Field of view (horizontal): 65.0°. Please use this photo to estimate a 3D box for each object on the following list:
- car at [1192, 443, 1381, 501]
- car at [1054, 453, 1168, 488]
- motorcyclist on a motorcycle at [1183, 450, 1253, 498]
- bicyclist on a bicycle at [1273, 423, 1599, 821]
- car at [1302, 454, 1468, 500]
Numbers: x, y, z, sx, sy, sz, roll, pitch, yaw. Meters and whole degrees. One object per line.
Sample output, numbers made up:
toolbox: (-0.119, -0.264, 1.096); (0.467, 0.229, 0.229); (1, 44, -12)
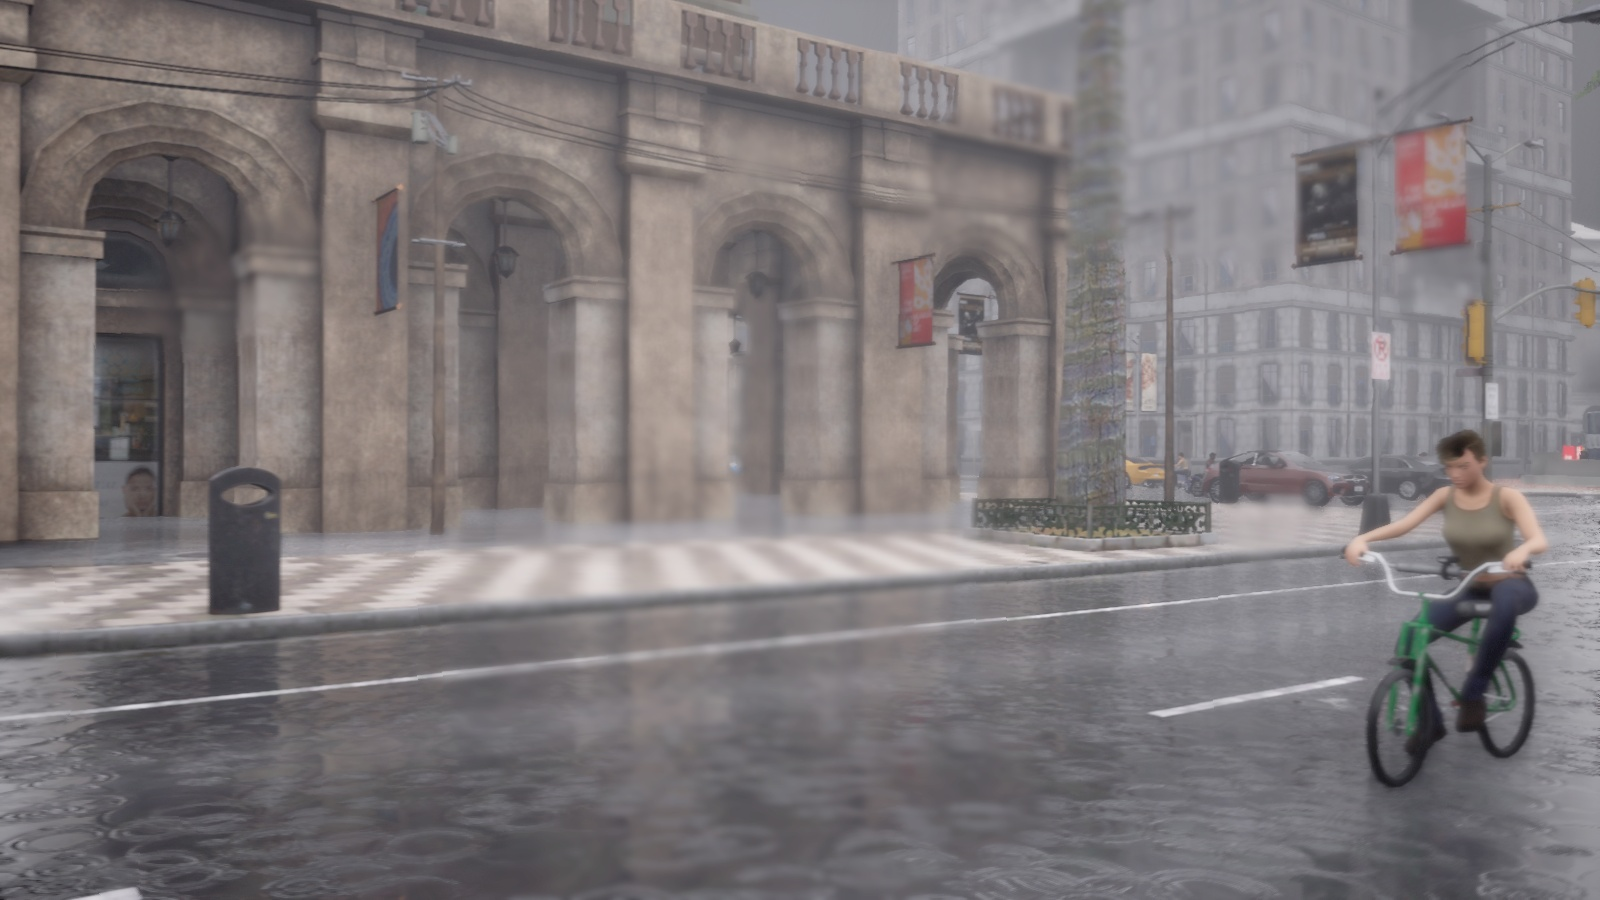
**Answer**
car: (14.764, 0.641, 38.406); (2.152, 1.651, 5.027); (0, 0, -35)
car: (14.167, 0.904, 57.433); (1.882, 1.535, 5.008); (0, 0, -36)
motorcyclist on a motorcycle: (14.773, 0.832, 44.398); (0.766, 1.649, 2.350); (0, 0, -35)
bicyclist on a bicycle: (3.058, 0.701, 5.888); (1.509, 1.612, 0.866); (0, 0, -35)
car: (19.946, 0.879, 43.047); (1.837, 1.490, 4.892); (0, 0, -35)
